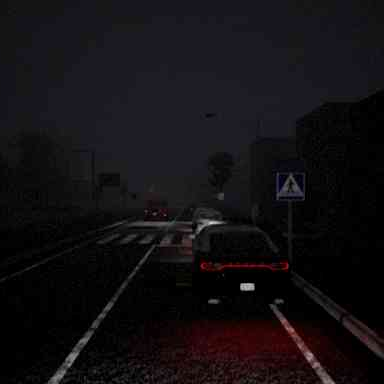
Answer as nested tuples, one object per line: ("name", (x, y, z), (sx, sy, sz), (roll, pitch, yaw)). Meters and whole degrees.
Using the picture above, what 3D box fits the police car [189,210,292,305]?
("police car", (0.951, 1.461, 8.343), (1.930, 1.638, 5.238), (0, -1, 0))

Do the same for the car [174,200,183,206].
("car", (-3.337, 3.173, 91.653), (1.882, 1.535, 5.008), (0, -2, 0))

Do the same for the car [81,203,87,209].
("car", (-22.030, 2.483, 59.313), (5.008, 1.535, 2.097), (0, -1, 0))

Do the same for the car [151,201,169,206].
("car", (-8.930, 3.216, 93.701), (4.892, 1.521, 2.231), (0, -1, 0))

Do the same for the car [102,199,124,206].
("car", (-22.011, 3.147, 90.940), (5.008, 1.535, 2.097), (0, -1, 0))

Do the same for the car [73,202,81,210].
("car", (-22.019, 2.416, 56.040), (4.892, 1.521, 2.231), (0, -1, 0))

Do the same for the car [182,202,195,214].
("car", (-0.045, 2.313, 45.468), (1.994, 1.385, 4.181), (0, -1, 0))

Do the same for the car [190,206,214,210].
("car", (0.931, 1.710, 18.244), (1.812, 1.442, 4.674), (0, -1, 0))

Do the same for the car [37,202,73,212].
("car", (-22.022, 2.387, 52.764), (4.674, 1.452, 2.002), (0, -1, 0))

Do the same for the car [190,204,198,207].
("car", (0.923, 1.834, 24.248), (1.812, 1.442, 4.674), (0, -1, 0))

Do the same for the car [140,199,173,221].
("car", (-3.399, 1.708, 32.799), (2.150, 2.045, 5.566), (0, -1, 0))

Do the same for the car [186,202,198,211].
("car", (-0.071, 2.573, 58.983), (2.033, 1.411, 5.357), (0, -1, 0))
